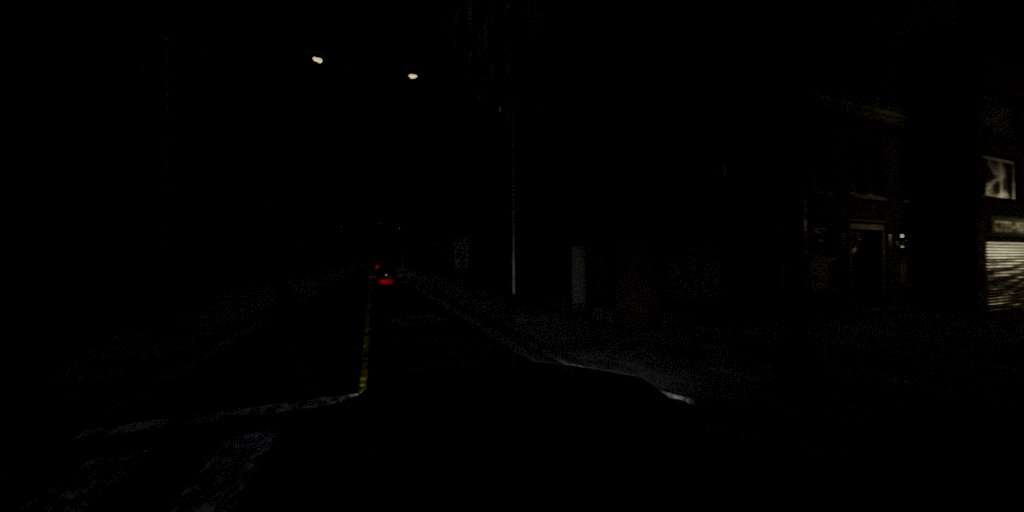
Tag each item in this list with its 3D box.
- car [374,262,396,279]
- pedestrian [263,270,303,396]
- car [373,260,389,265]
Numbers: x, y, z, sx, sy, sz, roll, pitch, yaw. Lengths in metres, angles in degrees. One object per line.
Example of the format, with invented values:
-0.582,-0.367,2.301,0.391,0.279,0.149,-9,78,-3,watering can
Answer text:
-14.014,1.751,39.824,1.837,1.490,4.892,0,-1,-21,car
-3.390,1.105,5.307,0.375,1.860,0.375,0,0,-21,pedestrian
-17.733,1.585,49.195,2.150,2.045,5.566,0,-1,-21,car
